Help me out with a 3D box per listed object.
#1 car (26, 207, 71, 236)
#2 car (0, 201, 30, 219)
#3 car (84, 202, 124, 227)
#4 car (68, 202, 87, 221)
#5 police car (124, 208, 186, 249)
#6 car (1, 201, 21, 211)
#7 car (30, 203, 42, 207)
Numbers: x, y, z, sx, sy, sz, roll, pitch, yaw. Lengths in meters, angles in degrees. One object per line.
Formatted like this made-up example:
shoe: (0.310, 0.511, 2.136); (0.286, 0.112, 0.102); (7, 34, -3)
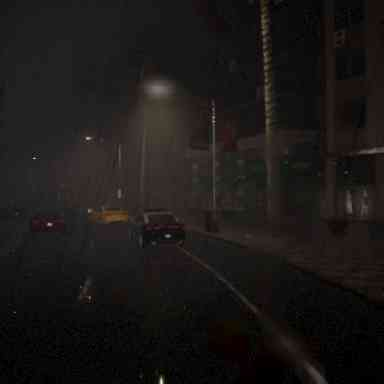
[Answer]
car: (-9.028, 1.845, 20.727); (1.994, 1.385, 4.181); (0, -1, -27)
car: (-18.798, 2.028, 34.891); (1.812, 1.442, 4.674); (0, -1, -37)
car: (-6.634, 1.795, 26.048); (1.882, 1.535, 5.008); (0, -1, -32)
car: (-10.468, 1.754, 31.487); (2.097, 1.767, 4.553); (0, -1, -38)
police car: (-1.808, 1.602, 15.899); (1.930, 1.638, 5.238); (0, -1, -19)
car: (-29.841, 2.282, 54.823); (2.128, 1.511, 4.902); (0, -1, -38)
car: (-20.706, 2.167, 43.425); (1.994, 1.385, 4.181); (0, -1, -38)
